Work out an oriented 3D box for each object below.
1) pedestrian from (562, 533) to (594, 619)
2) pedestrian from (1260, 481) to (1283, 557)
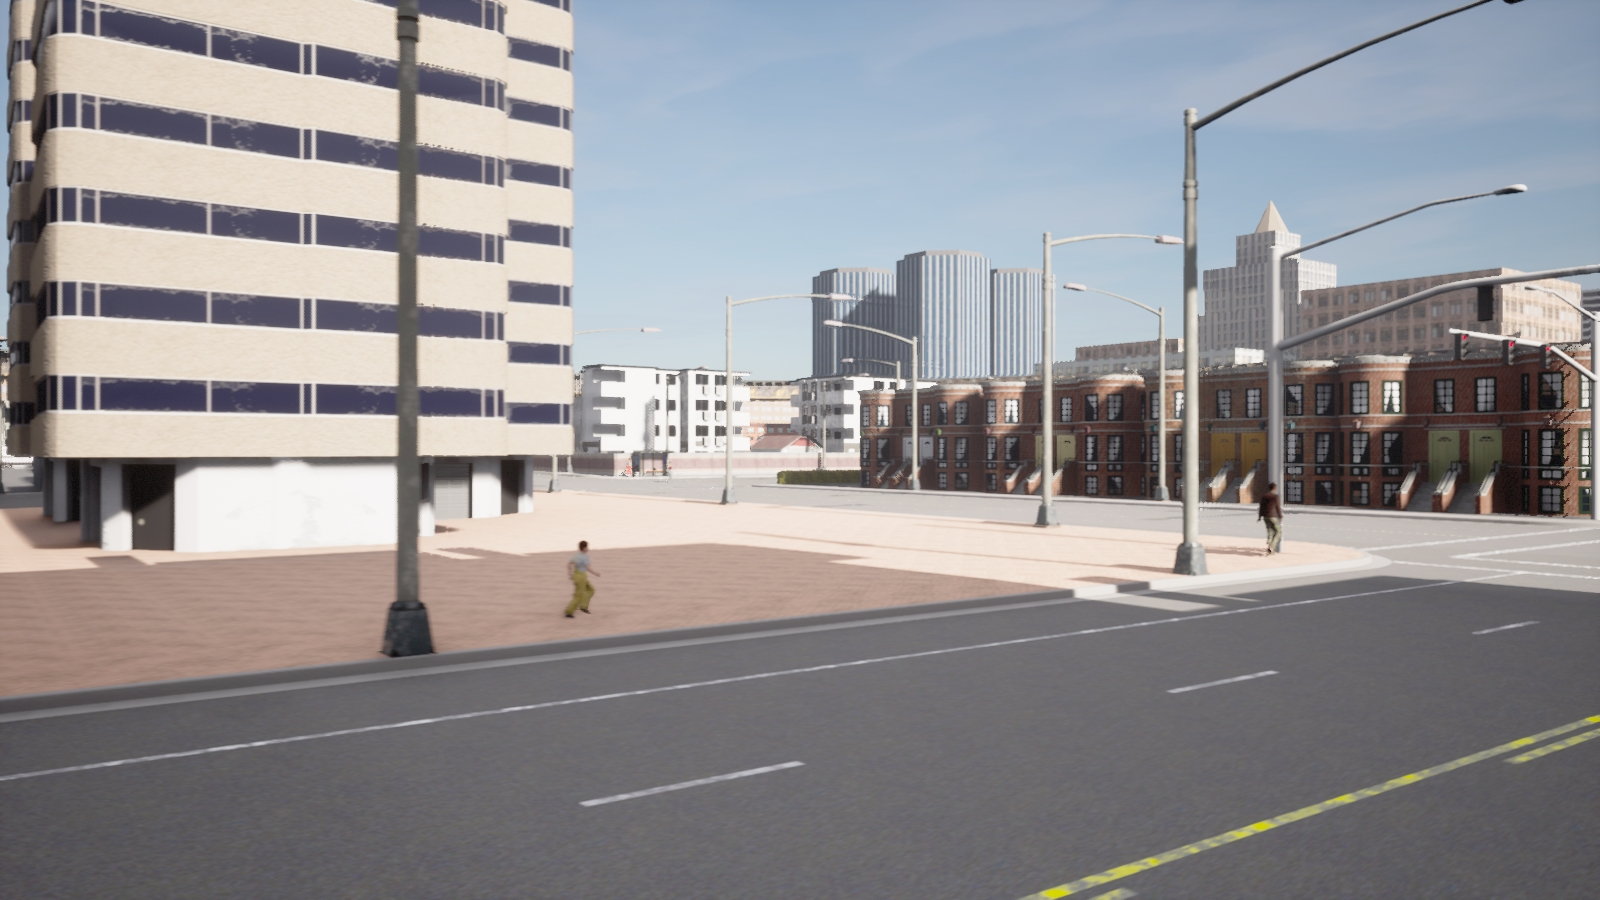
[{"bbox_3d":[-3.504,1.976,18.032,0.375,1.300,0.375,0,0,-33],"label":"pedestrian"},{"bbox_3d":[11.720,1.697,28.401,0.375,1.860,0.375,0,0,-31],"label":"pedestrian"}]
